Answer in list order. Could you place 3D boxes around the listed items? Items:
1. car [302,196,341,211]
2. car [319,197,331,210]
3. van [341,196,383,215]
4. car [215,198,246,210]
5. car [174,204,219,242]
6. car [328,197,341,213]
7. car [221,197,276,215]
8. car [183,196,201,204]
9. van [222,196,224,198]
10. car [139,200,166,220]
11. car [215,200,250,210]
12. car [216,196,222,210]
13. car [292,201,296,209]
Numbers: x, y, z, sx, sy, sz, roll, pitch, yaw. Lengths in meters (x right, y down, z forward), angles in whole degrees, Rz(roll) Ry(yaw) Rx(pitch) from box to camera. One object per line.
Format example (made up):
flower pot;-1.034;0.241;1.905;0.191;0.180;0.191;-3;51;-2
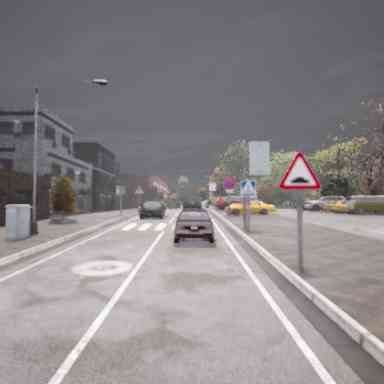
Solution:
car;18.427;1.591;45.856;5.566;2.045;2.435;0;-2;-1
car;18.687;1.704;40.136;5.366;1.575;1.946;0;-1;0
van;18.429;1.379;34.683;4.442;1.987;1.878;0;-1;0
car;6.123;1.938;53.325;4.553;1.767;2.185;0;-2;-1
car;0.100;1.555;16.450;2.033;1.411;5.357;0;0;0
car;18.708;1.651;37.475;5.366;1.575;1.946;0;-1;0
car;6.088;1.609;35.227;5.366;1.575;1.946;0;-1;0
car;0.031;1.513;42.560;2.150;2.045;5.566;0;-2;-1
van;6.340;1.503;41.188;4.442;1.987;1.878;0;-1;0
car;-3.368;1.476;28.893;1.882;1.535;5.008;0;1;0
car;6.135;1.971;50.287;5.008;1.535;2.097;0;-2;-1
car;6.196;1.631;47.378;5.566;2.045;2.435;0;-1;-1
car;18.358;1.753;51.315;5.566;2.045;2.435;0;-2;-1
